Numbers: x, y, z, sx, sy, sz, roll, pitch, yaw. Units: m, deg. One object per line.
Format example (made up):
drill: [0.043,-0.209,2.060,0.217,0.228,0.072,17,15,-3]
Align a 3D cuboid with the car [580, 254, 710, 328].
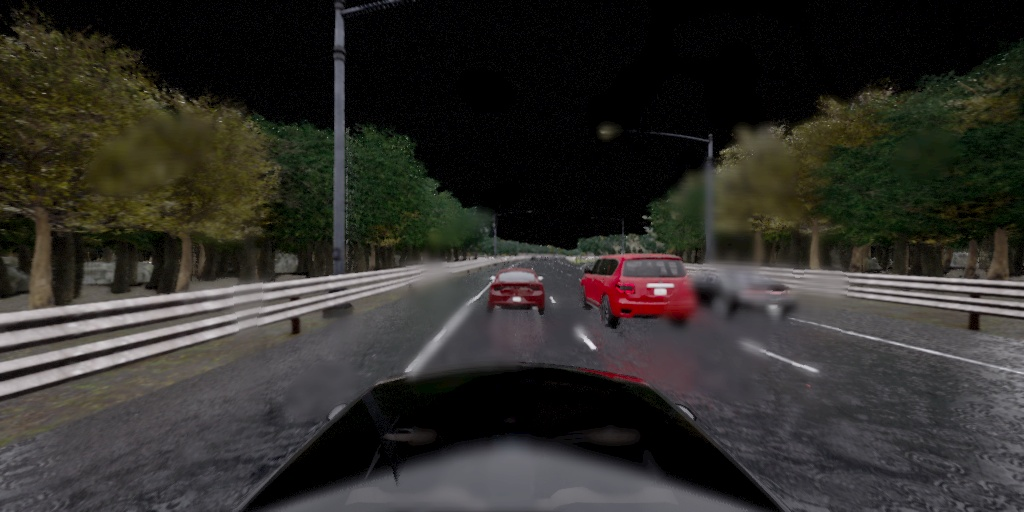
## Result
car: [3.655,0.963,11.443,2.150,2.045,5.566,0,0,1]

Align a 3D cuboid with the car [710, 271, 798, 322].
car: [7.326,1.241,12.331,2.128,1.511,4.902,0,0,2]

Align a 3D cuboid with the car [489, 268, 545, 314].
car: [0.182,1.206,13.778,1.882,1.535,5.008,0,0,1]
